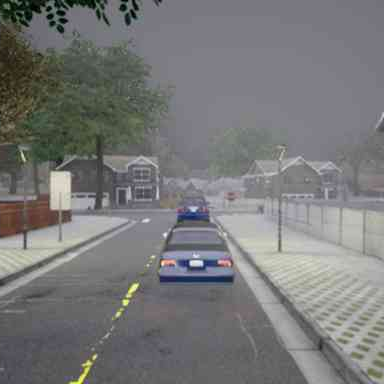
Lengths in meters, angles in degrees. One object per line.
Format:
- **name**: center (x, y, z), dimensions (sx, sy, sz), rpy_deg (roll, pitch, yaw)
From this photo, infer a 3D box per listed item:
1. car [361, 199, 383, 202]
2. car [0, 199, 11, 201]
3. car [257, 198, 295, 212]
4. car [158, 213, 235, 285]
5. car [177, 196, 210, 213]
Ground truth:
- **car**: center (21.679, 1.701, 40.661), dimensions (4.892, 1.490, 1.837), rpy_deg (-1, 0, -15)
- **car**: center (-16.086, 1.430, 29.463), dimensions (5.008, 1.535, 1.882), rpy_deg (1, 0, -12)
- **car**: center (9.758, 1.485, 37.869), dimensions (4.553, 1.767, 2.097), rpy_deg (0, 0, -13)
- **car**: center (0.097, 1.572, 9.586), dimensions (2.033, 1.411, 5.357), rpy_deg (0, 0, 0)
- **car**: center (0.106, 1.281, 24.077), dimensions (2.150, 2.045, 5.566), rpy_deg (0, 0, 0)
